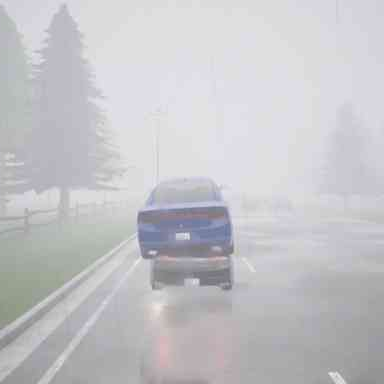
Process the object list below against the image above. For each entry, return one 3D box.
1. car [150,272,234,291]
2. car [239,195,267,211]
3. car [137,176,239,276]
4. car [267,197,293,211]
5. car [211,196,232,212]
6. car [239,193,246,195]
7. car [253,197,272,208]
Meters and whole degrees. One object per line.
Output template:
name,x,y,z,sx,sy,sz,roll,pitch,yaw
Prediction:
car,0.000,1.550,9.025,2.128,1.511,4.902,0,1,0
car,7.000,1.486,39.648,2.128,1.511,4.902,0,0,0
car,-0.084,0.339,8.298,1.882,1.535,5.008,-4,7,3
car,10.500,1.347,40.035,2.097,1.767,4.553,0,0,0
car,3.500,1.347,40.035,2.097,1.767,4.553,0,0,0
car,7.000,1.215,50.098,2.150,2.045,5.566,0,0,0
car,10.500,1.498,50.068,1.837,1.490,4.892,0,0,0
